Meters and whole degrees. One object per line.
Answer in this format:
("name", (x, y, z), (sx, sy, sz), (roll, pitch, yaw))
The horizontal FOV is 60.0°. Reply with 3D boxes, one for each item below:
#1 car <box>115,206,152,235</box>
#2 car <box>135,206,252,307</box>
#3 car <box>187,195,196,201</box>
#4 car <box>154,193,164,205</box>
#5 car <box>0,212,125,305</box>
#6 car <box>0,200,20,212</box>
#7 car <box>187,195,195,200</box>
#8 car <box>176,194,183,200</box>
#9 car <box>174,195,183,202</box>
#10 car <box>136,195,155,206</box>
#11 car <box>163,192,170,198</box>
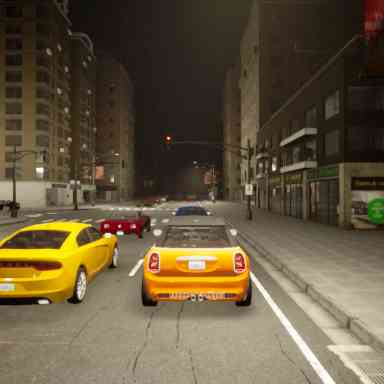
("car", (-3.284, 1.603, 17.430), (1.895, 1.301, 4.718), (0, 0, 0))
("car", (0.084, 1.353, 8.164), (2.097, 1.767, 4.553), (0, 0, 0))
("car", (-0.161, 1.399, 80.765), (2.097, 1.767, 4.553), (0, 0, 0))
("car", (-6.693, 1.377, 59.266), (2.097, 1.767, 4.553), (0, 0, 0))
("car", (-3.165, 1.478, 8.173), (1.882, 1.535, 5.008), (0, 0, 0))
("car", (-22.226, 1.596, 38.513), (4.313, 1.339, 1.947), (0, 0, 0))
("car", (-0.182, 1.483, 90.800), (2.033, 1.411, 5.357), (0, 0, 0))
("car", (-3.432, 1.421, 90.794), (1.882, 1.535, 5.008), (0, 0, 0))
("car", (-3.410, 1.543, 80.372), (1.837, 1.490, 4.892), (0, 0, 0))
("car", (-6.691, 1.542, 46.996), (1.812, 1.442, 4.674), (0, 0, 0))
("car", (-6.671, 0.964, 85.338), (2.150, 2.045, 5.566), (0, 0, 0))
